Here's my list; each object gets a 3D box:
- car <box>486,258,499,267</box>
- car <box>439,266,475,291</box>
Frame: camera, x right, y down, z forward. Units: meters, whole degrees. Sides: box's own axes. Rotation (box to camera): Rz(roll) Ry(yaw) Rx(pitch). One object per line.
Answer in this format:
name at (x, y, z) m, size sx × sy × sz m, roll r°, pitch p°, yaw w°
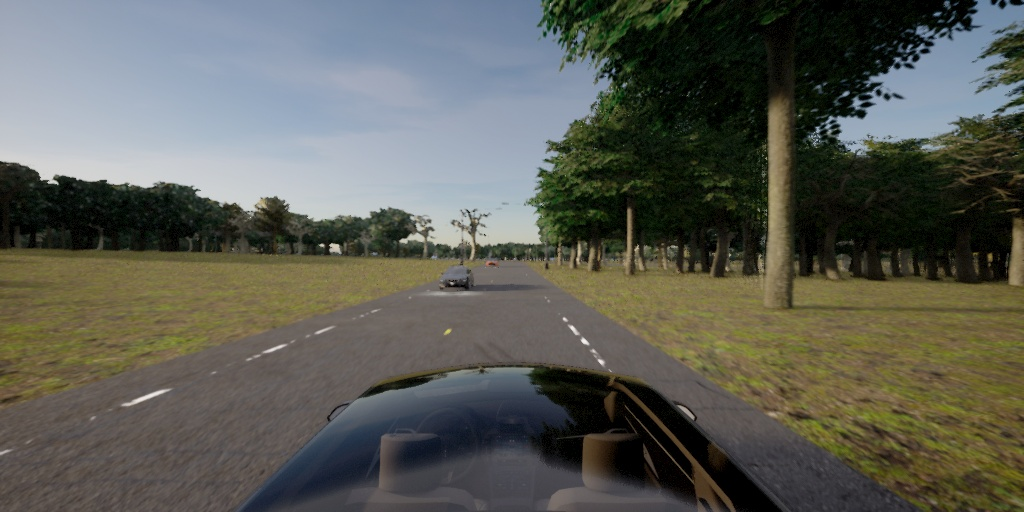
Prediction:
car at (-3.543, 1.141, 65.357) m, size 2.097 × 1.767 × 4.553 m, roll 0°, pitch 0°, yaw 0°
car at (-3.607, 1.449, 24.068) m, size 1.837 × 1.490 × 4.892 m, roll 0°, pitch 0°, yaw 0°
